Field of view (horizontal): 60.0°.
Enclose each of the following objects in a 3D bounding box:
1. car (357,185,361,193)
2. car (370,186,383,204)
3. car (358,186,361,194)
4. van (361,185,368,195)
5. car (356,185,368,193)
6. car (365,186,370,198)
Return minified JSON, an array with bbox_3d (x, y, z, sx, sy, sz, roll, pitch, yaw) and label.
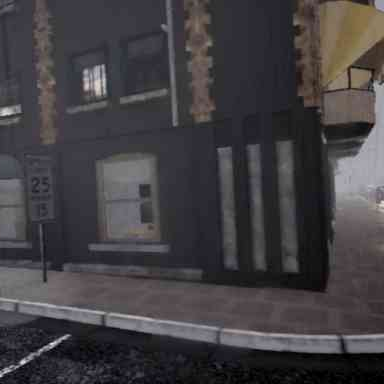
[{"bbox_3d":[37.671,-0.393,73.021,1.752,1.417,4.829,-3,0,24],"label":"car"},{"bbox_3d":[21.664,0.264,37.132,2.192,1.841,5.009,-3,0,24],"label":"car"},{"bbox_3d":[33.152,-0.122,62.878,2.008,1.369,4.403,-3,0,24],"label":"car"},{"bbox_3d":[30.846,-0.207,57.730,1.690,1.788,3.998,-3,0,24],"label":"van"},{"bbox_3d":[40.023,-0.731,78.327,2.192,1.841,5.009,-3,0,24],"label":"car"},{"bbox_3d":[26.197,0.229,47.275,1.752,1.417,4.829,-3,0,24],"label":"car"}]
